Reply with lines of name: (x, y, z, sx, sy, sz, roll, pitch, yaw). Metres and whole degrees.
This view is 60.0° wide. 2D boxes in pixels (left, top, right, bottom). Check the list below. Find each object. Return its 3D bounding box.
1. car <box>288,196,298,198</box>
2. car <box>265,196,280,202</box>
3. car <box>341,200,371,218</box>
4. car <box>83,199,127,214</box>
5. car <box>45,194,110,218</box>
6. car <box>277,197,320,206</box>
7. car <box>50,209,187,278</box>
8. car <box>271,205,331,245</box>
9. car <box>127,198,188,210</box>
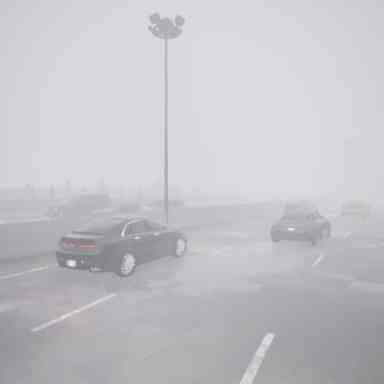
car: (18.417, 1.440, 60.185, 1.994, 1.385, 4.181, 0, 0, 35)
car: (15.136, 1.399, 61.580, 1.812, 1.442, 4.674, 0, 0, 35)
car: (14.840, 1.414, 29.990, 1.882, 1.535, 5.008, 0, 0, 34)
car: (-5.360, 1.497, 25.552, 2.033, 1.411, 5.357, 0, 0, 33)
car: (-8.844, 1.169, 26.595, 2.150, 2.045, 5.566, 0, 0, 33)
car: (9.082, 1.447, 27.770, 1.837, 1.490, 4.892, 0, 0, 34)
car: (-1.862, 1.484, 10.275, 1.837, 1.490, 4.892, 0, 0, 26)
car: (5.200, 1.531, 15.584, 1.994, 1.385, 4.181, 0, 0, 32)
car: (-2.171, 1.304, 24.003, 2.097, 1.767, 4.553, 0, 0, 33)
